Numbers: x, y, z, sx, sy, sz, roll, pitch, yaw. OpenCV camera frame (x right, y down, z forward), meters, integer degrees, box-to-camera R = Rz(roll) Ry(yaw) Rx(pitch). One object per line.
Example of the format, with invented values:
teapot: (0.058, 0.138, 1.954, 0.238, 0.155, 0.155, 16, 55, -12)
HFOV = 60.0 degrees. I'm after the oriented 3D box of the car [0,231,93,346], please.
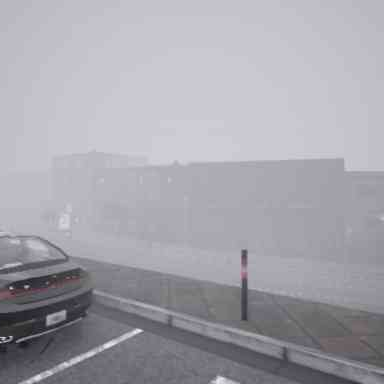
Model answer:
car: (-3.836, 1.462, 5.996, 4.892, 1.521, 2.231, 0, 0, 36)
